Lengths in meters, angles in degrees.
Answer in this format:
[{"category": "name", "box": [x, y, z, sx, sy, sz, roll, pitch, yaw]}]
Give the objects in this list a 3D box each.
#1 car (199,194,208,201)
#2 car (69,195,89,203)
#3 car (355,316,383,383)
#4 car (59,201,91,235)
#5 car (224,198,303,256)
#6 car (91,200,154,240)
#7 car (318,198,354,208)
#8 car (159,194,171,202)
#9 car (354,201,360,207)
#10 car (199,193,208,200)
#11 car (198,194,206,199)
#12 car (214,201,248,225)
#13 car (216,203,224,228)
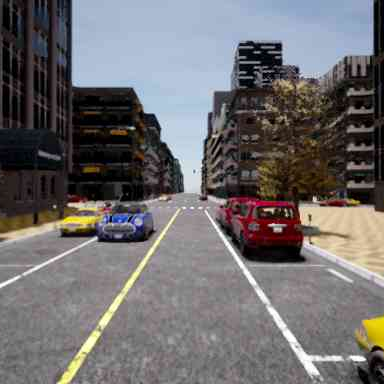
[{"category": "car", "box": [2.656, 1.238, 72.991, 1.887, 1.381, 4.507, 1, 0, 0]}, {"category": "car", "box": [-17.280, 1.054, 48.345, 4.507, 1.381, 1.887, 1, -1, 0]}, {"category": "car", "box": [2.697, 1.517, 1.887, 1.752, 1.417, 4.829, 1, 0, 0]}, {"category": "car", "box": [-5.693, 1.447, 18.222, 1.752, 1.417, 4.829, 1, 0, 0]}, {"category": "car", "box": [2.692, 1.260, 12.835, 2.192, 1.841, 5.009, 1, 0, 0]}, {"category": "car", "box": [-3.109, 1.282, 16.337, 2.097, 1.767, 4.553, 0, 0, 0]}, {"category": "car", "box": [20.819, 1.542, 48.692, 4.097, 1.590, 1.967, 1, -1, 0]}, {"category": "car", "box": [-5.721, 1.242, 67.307, 1.752, 1.417, 4.829, 1, 0, 0]}, {"category": "car", "box": [26.224, 1.756, 57.049, 4.829, 1.417, 1.752, 1, -1, 0]}, {"category": "car", "box": [2.653, 1.110, 78.514, 1.967, 1.590, 4.097, 1, 0, 0]}, {"category": "car", "box": [2.646, 1.208, 89.562, 1.802, 1.307, 4.206, 1, 0, 0]}, {"category": "car", "box": [2.684, 1.442, 23.955, 1.887, 1.381, 4.507, 1, 0, 0]}, {"category": "car", "box": [2.689, 1.236, 18.394, 2.192, 1.841, 5.009, 1, 0, 0]}]
